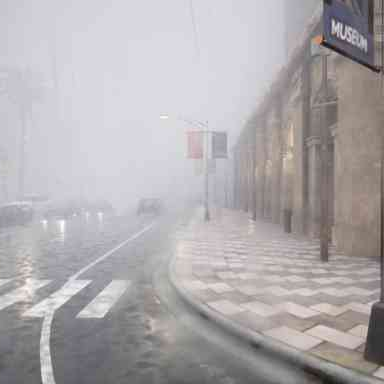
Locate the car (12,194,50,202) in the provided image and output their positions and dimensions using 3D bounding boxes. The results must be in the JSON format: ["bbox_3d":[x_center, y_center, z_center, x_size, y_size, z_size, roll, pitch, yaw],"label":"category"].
[{"bbox_3d":[-14.794,1.221,30.421,2.150,2.045,5.566,0,0,2],"label":"car"}]

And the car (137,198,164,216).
[{"bbox_3d":[-4.076,1.341,33.235,2.097,1.767,4.553,0,0,2],"label":"car"}]

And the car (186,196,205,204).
[{"bbox_3d":[0.774,1.544,64.164,1.812,1.442,4.674,-2,-1,41],"label":"car"}]

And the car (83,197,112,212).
[{"bbox_3d":[-10.904,1.526,39.423,1.812,1.442,4.674,0,0,2],"label":"car"}]

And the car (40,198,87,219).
[{"bbox_3d":[-11.321,1.526,29.543,1.812,1.442,4.674,0,0,2],"label":"car"}]

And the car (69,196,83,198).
[{"bbox_3d":[-14.353,1.352,40.737,2.097,1.767,4.553,0,0,3],"label":"car"}]

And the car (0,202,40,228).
[{"bbox_3d":[-11.656,1.547,20.120,2.033,1.411,5.357,0,0,2],"label":"car"}]
